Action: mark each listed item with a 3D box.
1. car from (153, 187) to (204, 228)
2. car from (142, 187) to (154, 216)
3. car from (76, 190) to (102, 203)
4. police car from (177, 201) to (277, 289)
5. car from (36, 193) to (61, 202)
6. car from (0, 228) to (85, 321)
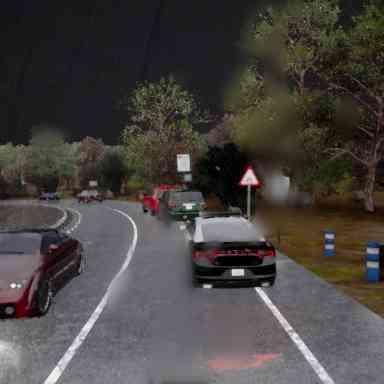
[{"bbox_3d":[-0.715,0.805,19.259,2.150,2.045,5.566,-1,2,-12],"label":"car"},{"bbox_3d":[-2.361,0.644,25.309,2.150,2.045,5.566,-2,2,-18],"label":"car"},{"bbox_3d":[-13.983,0.509,44.931,2.097,1.767,4.553,-5,3,-39],"label":"car"},{"bbox_3d":[0.719,1.294,9.039,1.930,1.638,5.238,0,1,-4],"label":"police car"},{"bbox_3d":[-23.780,0.878,54.964,4.718,1.301,1.895,-2,4,38],"label":"car"},{"bbox_3d":[-3.693,1.500,7.100,1.994,1.385,4.181,0,1,-4],"label":"car"}]
